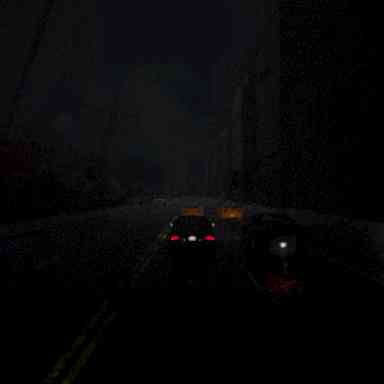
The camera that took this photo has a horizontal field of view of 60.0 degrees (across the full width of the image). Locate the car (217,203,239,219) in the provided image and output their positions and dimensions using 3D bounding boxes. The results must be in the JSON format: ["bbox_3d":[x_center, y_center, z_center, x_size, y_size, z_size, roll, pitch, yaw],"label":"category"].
[{"bbox_3d":[3.274,1.748,29.482,1.882,1.535,5.008,0,0,0],"label":"car"}]

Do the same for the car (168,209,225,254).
[{"bbox_3d":[0.009,1.678,13.991,2.033,1.411,5.357,0,0,0],"label":"car"}]

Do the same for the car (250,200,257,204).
[{"bbox_3d":[16.427,2.295,81.216,4.313,1.339,1.947,0,-1,0],"label":"car"}]

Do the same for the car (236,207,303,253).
[{"bbox_3d":[3.262,1.641,14.297,1.837,1.490,4.892,0,0,0],"label":"car"}]

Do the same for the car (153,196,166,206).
[{"bbox_3d":[-6.460,1.793,66.784,2.150,2.045,5.566,0,-1,0],"label":"car"}]

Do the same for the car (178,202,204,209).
[{"bbox_3d":[0.024,1.748,29.477,1.882,1.535,5.008,0,0,0],"label":"car"}]

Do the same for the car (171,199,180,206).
[{"bbox_3d":[-3.214,2.110,66.418,1.812,1.442,4.674,0,-1,0],"label":"car"}]
